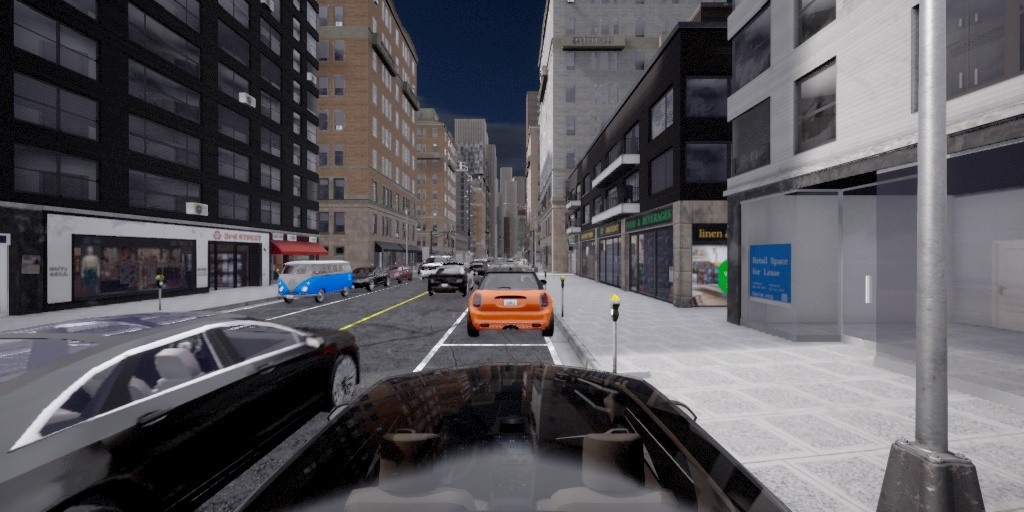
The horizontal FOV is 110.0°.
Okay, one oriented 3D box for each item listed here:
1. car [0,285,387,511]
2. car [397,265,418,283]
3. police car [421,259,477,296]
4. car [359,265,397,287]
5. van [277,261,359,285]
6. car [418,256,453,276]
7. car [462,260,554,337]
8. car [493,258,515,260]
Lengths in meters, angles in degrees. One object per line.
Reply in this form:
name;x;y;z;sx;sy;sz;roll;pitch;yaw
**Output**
car;-3.052;1.241;3.131;2.128;1.511;4.902;0;0;0
car;-8.813;1.335;27.331;1.802;1.307;4.207;0;0;0
police car;-3.144;1.176;19.343;1.930;1.638;5.238;0;0;0
car;-8.813;1.318;21.829;1.948;1.339;4.313;0;0;0
van;-8.813;1.092;16.328;1.690;1.789;3.998;0;0;0
car;-6.251;0.975;30.934;2.150;2.045;5.566;0;0;0
car;-0.033;1.103;10.470;2.097;1.767;4.553;0;0;0
car;-0.288;1.193;27.330;1.967;1.591;4.097;0;0;0
